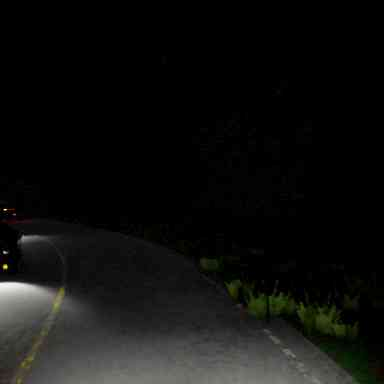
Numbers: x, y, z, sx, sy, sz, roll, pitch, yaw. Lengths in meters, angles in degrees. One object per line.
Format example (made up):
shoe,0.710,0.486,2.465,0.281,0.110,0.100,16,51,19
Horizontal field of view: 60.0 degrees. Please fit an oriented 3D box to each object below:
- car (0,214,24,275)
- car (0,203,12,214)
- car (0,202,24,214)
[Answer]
car,-6.242,1.603,9.970,1.994,1.385,4.181,0,0,-25
car,-12.001,1.581,19.036,1.837,1.490,4.892,0,0,-40
car,-16.135,1.604,28.565,4.892,1.490,1.837,-1,0,42
